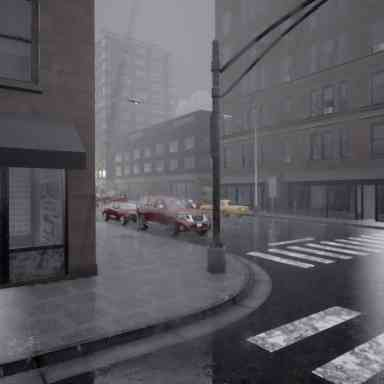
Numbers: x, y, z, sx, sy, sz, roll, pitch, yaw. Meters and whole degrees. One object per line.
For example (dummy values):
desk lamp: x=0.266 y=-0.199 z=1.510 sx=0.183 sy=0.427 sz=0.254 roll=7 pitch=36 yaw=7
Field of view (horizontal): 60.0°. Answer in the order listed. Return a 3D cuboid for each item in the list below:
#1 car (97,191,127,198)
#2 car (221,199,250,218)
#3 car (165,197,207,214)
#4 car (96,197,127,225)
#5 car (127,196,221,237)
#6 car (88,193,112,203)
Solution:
car: x=-10.280 y=0.717 z=44.304 sx=2.192 sy=1.841 sz=5.009 roll=1 pitch=0 yaw=-36
car: x=2.466 y=1.222 z=26.674 sx=1.752 sy=1.417 sz=4.829 roll=1 pitch=0 yaw=-36
car: x=-0.647 y=1.204 z=30.978 sx=1.802 sy=1.307 sz=4.206 roll=1 pitch=0 yaw=-36
car: x=-4.348 y=1.288 z=21.548 sx=1.887 sy=1.381 sz=4.507 roll=1 pitch=0 yaw=-36
car: x=-1.132 y=1.138 z=17.106 sx=2.192 sy=1.841 sz=5.009 roll=1 pitch=0 yaw=-36
car: x=-13.495 y=0.883 z=48.748 sx=2.008 sy=1.369 sz=4.403 roll=1 pitch=0 yaw=-36
